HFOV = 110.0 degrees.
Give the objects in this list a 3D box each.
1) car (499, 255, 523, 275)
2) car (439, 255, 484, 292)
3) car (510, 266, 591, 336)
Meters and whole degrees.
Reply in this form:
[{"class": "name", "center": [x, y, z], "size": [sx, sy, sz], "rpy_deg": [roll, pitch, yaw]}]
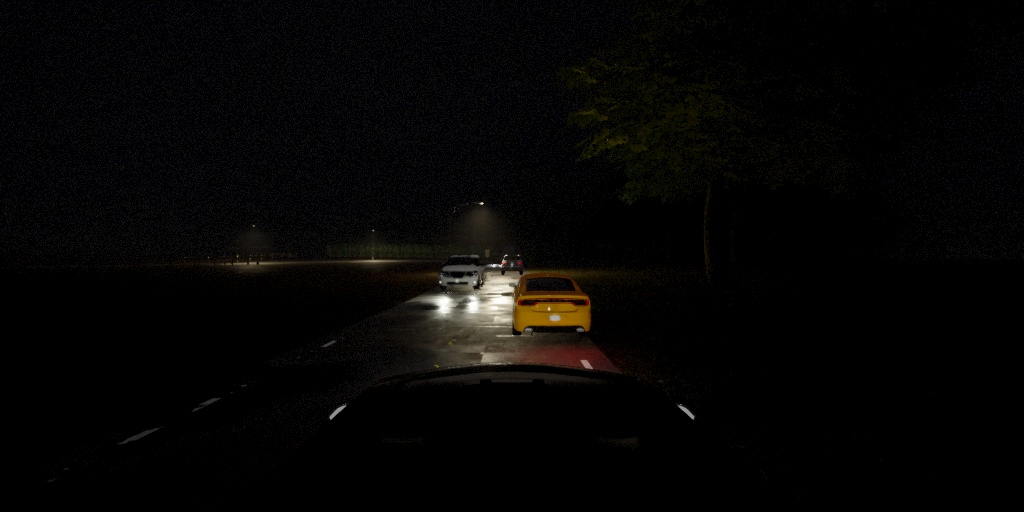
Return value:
[{"class": "car", "center": [0.014, 0.894, 37.980], "size": [2.150, 2.045, 5.566], "rpy_deg": [0, 0, 0]}, {"class": "car", "center": [-2.882, 0.941, 21.580], "size": [2.150, 2.045, 5.566], "rpy_deg": [0, 0, 0]}, {"class": "car", "center": [0.949, 1.218, 10.408], "size": [1.882, 1.535, 5.008], "rpy_deg": [0, 0, 0]}]
